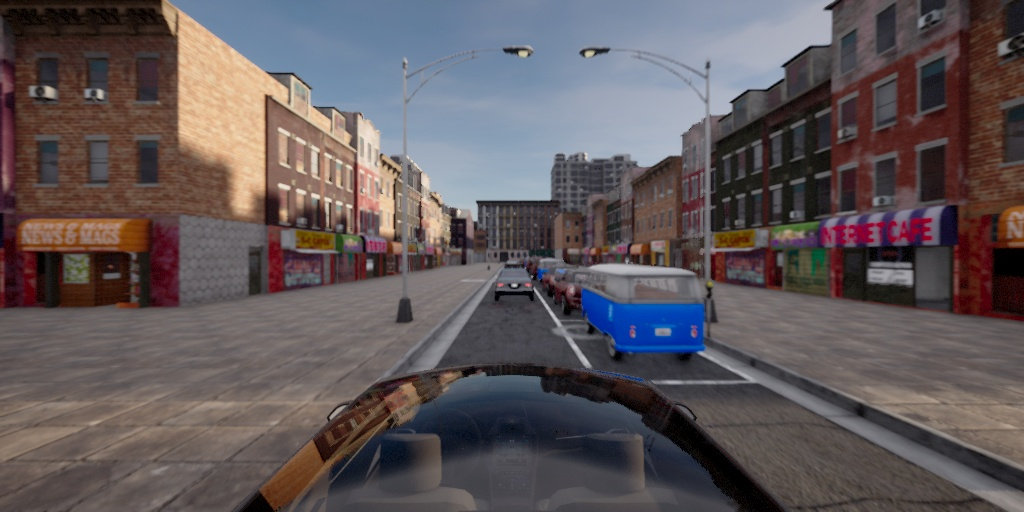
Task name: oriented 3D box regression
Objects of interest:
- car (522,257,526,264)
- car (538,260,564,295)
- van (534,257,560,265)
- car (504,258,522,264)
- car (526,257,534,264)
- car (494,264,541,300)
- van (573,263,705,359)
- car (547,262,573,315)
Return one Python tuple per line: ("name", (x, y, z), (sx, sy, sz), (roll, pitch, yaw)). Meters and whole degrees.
("car", (2.631, 1.056, 40.950), (2.192, 1.841, 5.009), (0, 0, 0))
("car", (2.635, 1.182, 19.048), (1.967, 1.591, 4.097), (0, 0, 0))
("van", (2.634, 1.082, 24.523), (1.690, 1.789, 3.998), (0, 0, 0))
("car", (0.044, 1.219, 43.164), (1.882, 1.535, 5.008), (0, 0, 1))
("car", (2.633, 1.056, 29.995), (2.192, 1.841, 5.009), (0, 0, 0))
("car", (0.100, 1.291, 17.686), (2.033, 1.411, 5.357), (0, 0, 0))
("van", (2.636, 1.087, 8.097), (1.690, 1.789, 3.998), (0, 0, 0))
("car", (2.635, 1.184, 13.573), (1.967, 1.591, 4.097), (0, 0, 0))
